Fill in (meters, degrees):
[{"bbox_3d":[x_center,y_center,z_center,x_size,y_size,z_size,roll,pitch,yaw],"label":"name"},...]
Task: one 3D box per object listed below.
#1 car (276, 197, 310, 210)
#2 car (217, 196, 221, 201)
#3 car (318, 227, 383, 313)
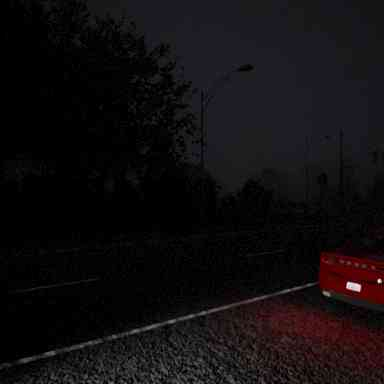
[{"bbox_3d":[12.770,1.470,42.601,1.882,1.535,5.008,0,0,-32],"label":"car"},{"bbox_3d":[4.598,1.439,55.625,1.837,1.490,4.892,0,0,-32],"label":"car"},{"bbox_3d":[4.797,1.476,7.146,5.008,1.535,1.882,0,0,-35],"label":"car"}]
